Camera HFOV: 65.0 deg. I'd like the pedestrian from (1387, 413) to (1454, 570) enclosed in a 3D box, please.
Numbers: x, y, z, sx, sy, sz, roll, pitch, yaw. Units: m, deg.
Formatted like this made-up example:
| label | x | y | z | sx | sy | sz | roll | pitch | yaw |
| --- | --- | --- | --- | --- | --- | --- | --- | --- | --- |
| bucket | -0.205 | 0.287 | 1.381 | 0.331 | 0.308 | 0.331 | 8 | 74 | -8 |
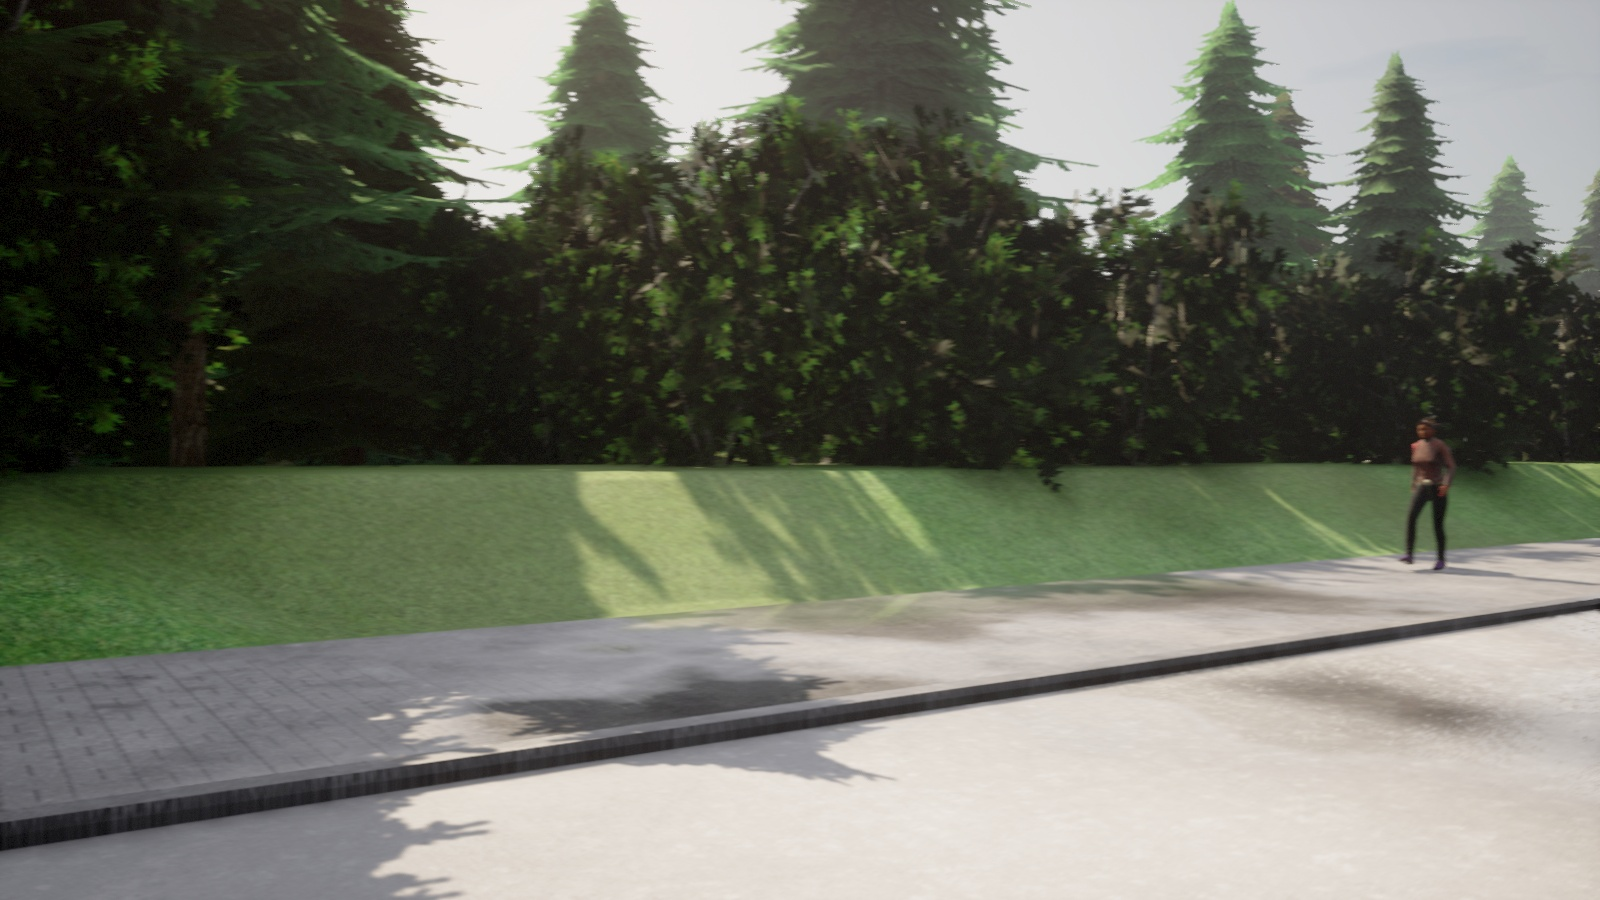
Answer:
| label | x | y | z | sx | sy | sz | roll | pitch | yaw |
| --- | --- | --- | --- | --- | --- | --- | --- | --- | --- |
| pedestrian | 7.345 | 0.476 | 14.864 | 0.869 | 1.805 | 0.328 | 0 | 0 | -35 |
